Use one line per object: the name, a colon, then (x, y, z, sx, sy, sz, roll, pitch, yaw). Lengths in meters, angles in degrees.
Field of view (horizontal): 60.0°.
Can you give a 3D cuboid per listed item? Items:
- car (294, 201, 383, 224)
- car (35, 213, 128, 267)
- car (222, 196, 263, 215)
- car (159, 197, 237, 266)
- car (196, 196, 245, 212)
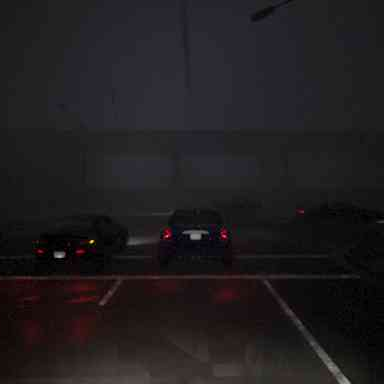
car: (9.671, 1.308, 22.159, 5.357, 1.411, 2.033, 0, 0, 4)
car: (-3.376, 1.408, 10.817, 1.812, 1.442, 4.674, 0, 1, 0)
car: (3.698, 1.177, 29.217, 4.902, 1.511, 2.128, 0, 1, 1)
car: (0.113, 1.229, 11.255, 2.097, 1.767, 4.553, 0, 1, 0)
car: (2.701, 1.173, 32.715, 4.674, 1.442, 1.812, 0, 1, 0)
